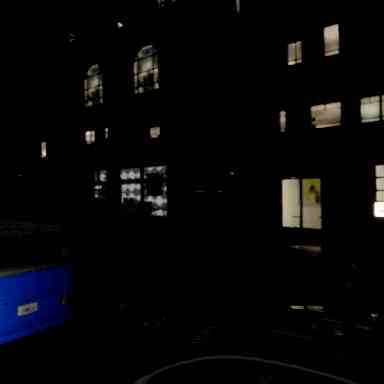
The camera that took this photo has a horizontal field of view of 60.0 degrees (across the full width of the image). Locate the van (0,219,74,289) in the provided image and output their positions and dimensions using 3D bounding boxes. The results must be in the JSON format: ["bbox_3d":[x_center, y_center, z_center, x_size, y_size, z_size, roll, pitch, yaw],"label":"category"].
[{"bbox_3d":[-3.699,1.326,5.548,3.998,1.788,1.690,0,-1,36],"label":"van"}]

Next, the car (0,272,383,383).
[{"bbox_3d":[0.752,1.549,2.355,4.403,1.369,2.008,0,-1,36],"label":"car"}]
